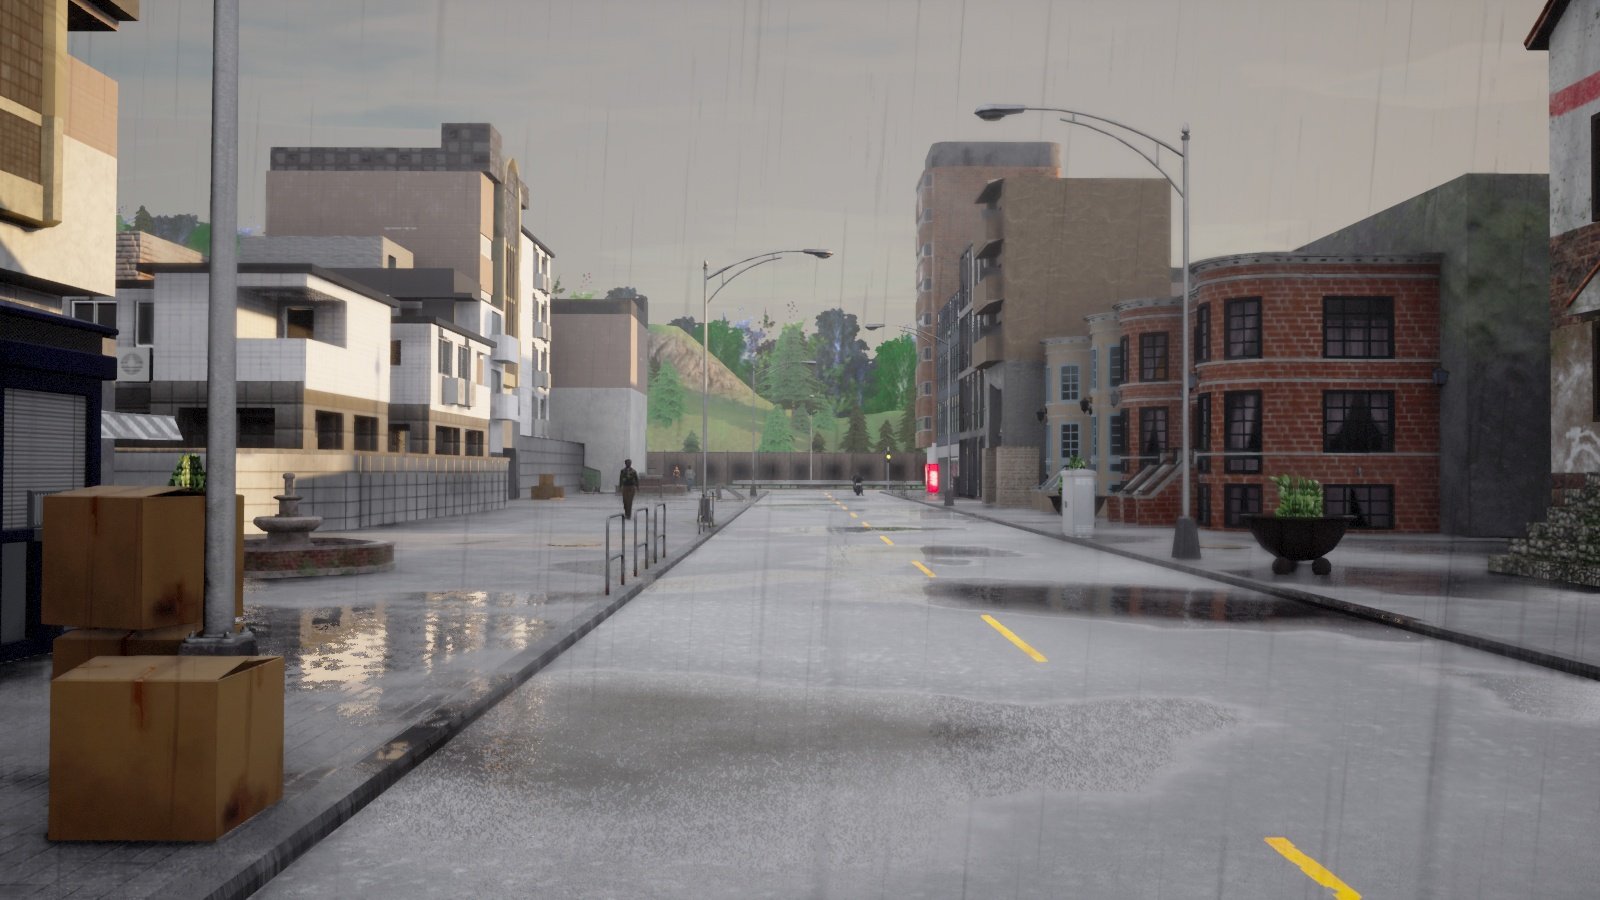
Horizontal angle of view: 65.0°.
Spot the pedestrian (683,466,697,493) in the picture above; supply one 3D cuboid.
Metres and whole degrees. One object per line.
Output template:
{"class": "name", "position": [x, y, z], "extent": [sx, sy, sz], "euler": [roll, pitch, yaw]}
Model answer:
{"class": "pedestrian", "position": [-7.489, 1.986, 85.383], "extent": [0.874, 1.855, 0.900], "euler": [0, -1, -10]}
